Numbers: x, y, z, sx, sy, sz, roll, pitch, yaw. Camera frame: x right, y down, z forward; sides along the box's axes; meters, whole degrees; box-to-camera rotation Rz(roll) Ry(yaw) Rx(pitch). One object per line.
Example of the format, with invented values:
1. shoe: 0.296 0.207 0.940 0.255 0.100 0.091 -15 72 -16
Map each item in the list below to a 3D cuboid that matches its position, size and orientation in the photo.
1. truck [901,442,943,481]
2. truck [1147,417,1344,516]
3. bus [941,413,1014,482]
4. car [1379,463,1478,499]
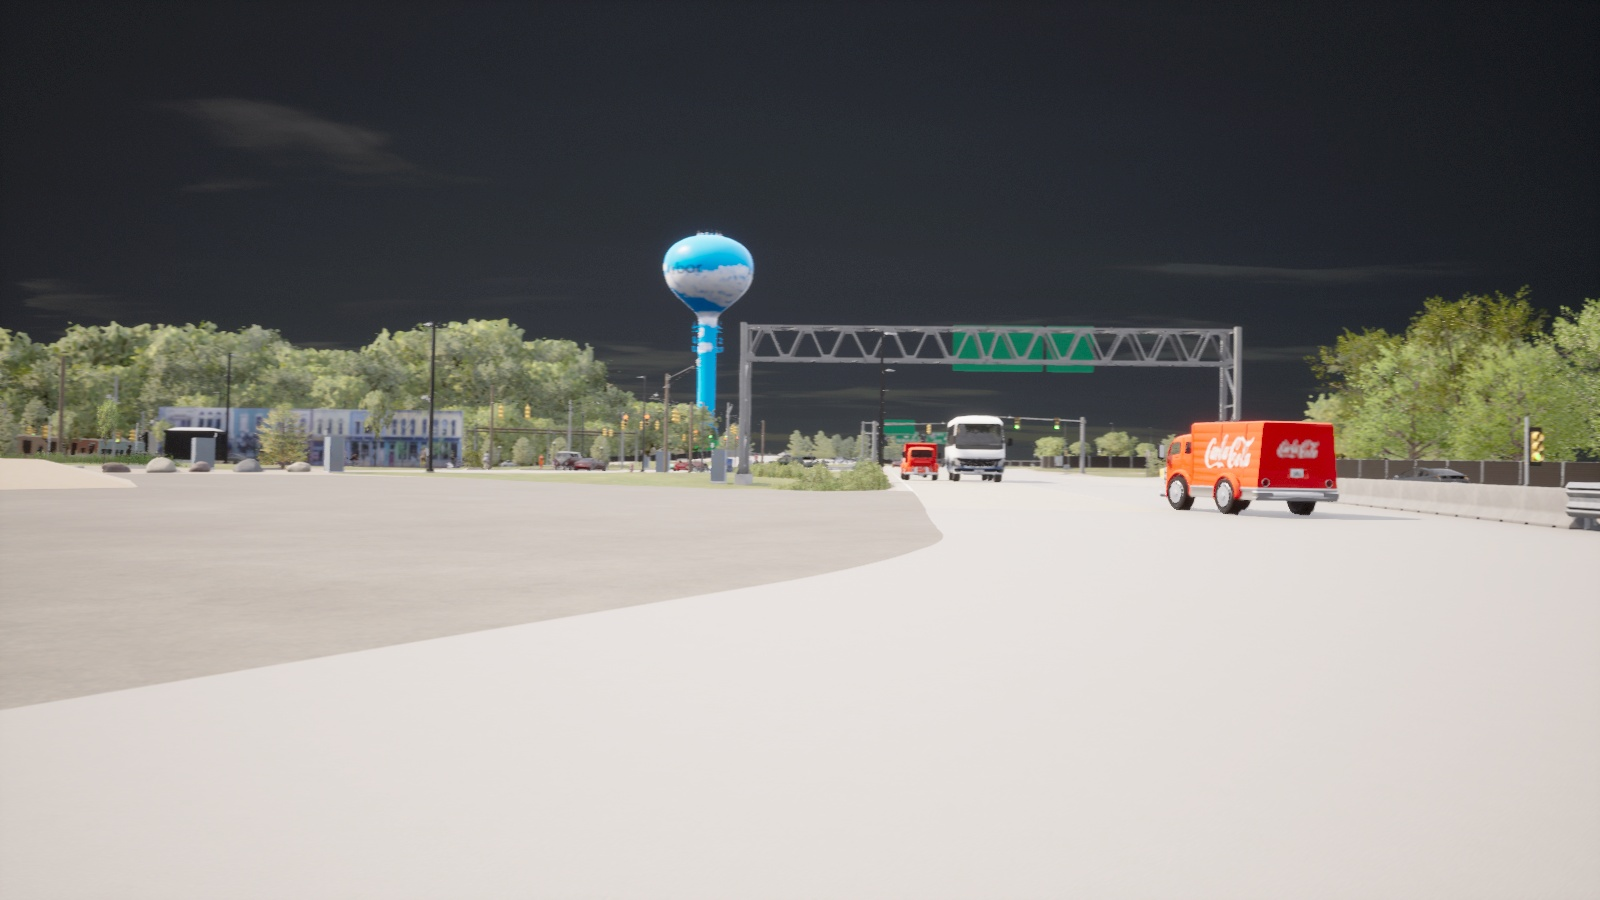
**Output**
1. truck: 8.054 0.739 83.390 2.627 2.467 5.204 1 0 4
2. truck: 11.991 0.436 34.265 2.627 2.467 5.204 1 0 -14
3. bus: 11.522 -0.112 82.621 3.944 4.253 10.273 1 0 4
4. car: 28.982 1.393 58.057 2.007 1.525 4.514 1 0 -5
